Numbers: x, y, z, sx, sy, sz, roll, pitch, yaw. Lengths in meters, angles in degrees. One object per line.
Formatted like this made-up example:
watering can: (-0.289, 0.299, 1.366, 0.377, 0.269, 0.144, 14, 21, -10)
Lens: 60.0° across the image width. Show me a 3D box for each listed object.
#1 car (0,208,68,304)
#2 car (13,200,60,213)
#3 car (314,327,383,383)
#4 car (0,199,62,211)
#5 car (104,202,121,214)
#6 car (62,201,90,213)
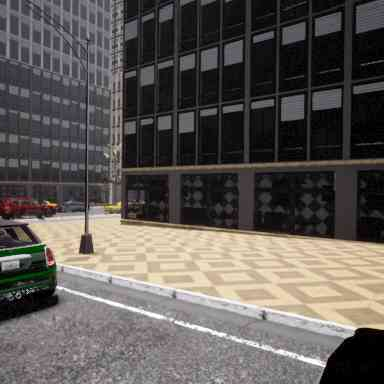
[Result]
car: (-5.011, 1.348, 7.268, 4.553, 1.767, 2.097, 0, 0, 36)
car: (-18.419, 1.643, 39.540, 1.752, 1.417, 4.829, 1, 0, 37)
car: (2.986, 1.601, 1.549, 4.718, 1.301, 1.895, 0, 0, 36)
car: (-14.939, 1.519, 30.158, 2.192, 1.841, 5.009, 1, 0, 37)
car: (-8.124, 1.830, 39.357, 1.752, 1.417, 4.829, 1, 0, 37)
car: (-14.539, 1.749, 40.409, 1.994, 1.385, 4.181, 1, 0, 37)
